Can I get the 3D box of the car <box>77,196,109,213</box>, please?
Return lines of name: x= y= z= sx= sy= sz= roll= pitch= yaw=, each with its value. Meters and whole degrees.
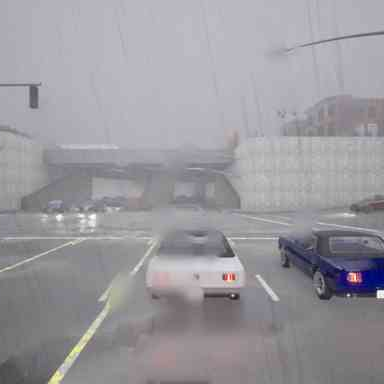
car: x=-10.945 y=1.492 z=36.346 sx=2.128 sy=1.511 sz=4.902 roll=0 pitch=0 yaw=-4

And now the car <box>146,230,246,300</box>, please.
car: x=0.084 y=1.601 z=8.351 sx=1.895 sy=1.301 sz=4.718 roll=0 pitch=0 yaw=0

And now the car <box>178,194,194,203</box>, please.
car: x=-1.220 y=1.504 z=71.298 sx=2.128 sy=1.511 sz=4.902 roll=0 pitch=0 yaw=2

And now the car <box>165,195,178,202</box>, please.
car: x=-4.725 y=1.355 z=75.563 sx=2.097 sy=1.767 sz=4.553 roll=0 pitch=0 yaw=6

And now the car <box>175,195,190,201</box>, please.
car: x=-2.368 y=1.478 z=85.429 sx=1.882 sy=1.535 sz=5.008 roll=0 pitch=0 yaw=24

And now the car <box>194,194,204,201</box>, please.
car: x=1.433 y=1.355 z=85.463 sx=2.097 sy=1.767 sz=4.553 roll=0 pitch=0 yaw=28

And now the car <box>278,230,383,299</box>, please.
car: x=3.584 y=1.601 z=8.360 sx=1.895 sy=1.301 sz=4.718 roll=0 pitch=0 yaw=0

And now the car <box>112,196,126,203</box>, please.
car: x=-15.281 y=1.540 z=70.050 sx=2.033 sy=1.411 sz=5.357 roll=0 pitch=0 yaw=-1

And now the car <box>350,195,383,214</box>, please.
car: x=15.822 y=0.973 z=28.456 sx=4.181 sy=1.385 sz=1.994 roll=-7 pitch=0 yaw=0

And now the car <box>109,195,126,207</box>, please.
car: x=-11.397 y=1.548 z=49.888 sx=2.033 sy=1.411 sz=5.357 roll=0 pitch=0 yaw=-1

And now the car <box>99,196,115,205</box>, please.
car: x=-15.105 y=1.526 z=59.204 sx=1.812 sy=1.442 sz=4.674 roll=0 pitch=0 yaw=-1

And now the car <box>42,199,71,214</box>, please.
car: x=-14.366 y=1.525 z=35.544 sx=1.812 sy=1.442 sz=4.674 roll=0 pitch=0 yaw=-5

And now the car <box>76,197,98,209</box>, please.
car: x=-14.835 y=1.526 z=47.238 sx=1.812 sy=1.442 sz=4.674 roll=0 pitch=0 yaw=-1
